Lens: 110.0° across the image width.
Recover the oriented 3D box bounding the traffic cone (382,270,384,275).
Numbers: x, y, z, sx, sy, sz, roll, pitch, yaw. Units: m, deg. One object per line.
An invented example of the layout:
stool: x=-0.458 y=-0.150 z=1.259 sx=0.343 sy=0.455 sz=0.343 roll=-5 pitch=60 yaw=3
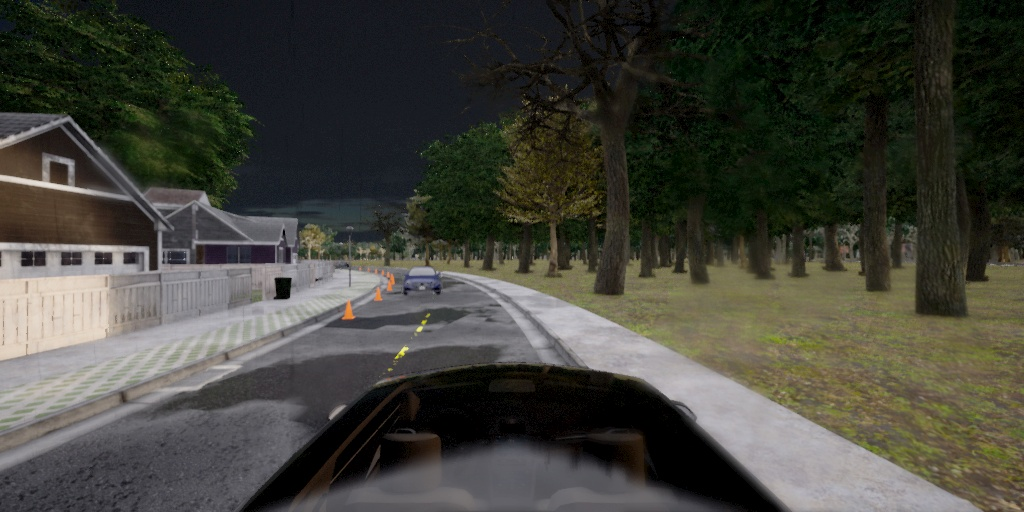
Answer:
traffic cone: x=-14.114 y=1.768 z=39.194 sx=0.340 sy=0.580 sz=0.340 roll=0 pitch=0 yaw=-27

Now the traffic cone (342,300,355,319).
traffic cone: x=-5.250 y=1.709 z=11.524 sx=0.340 sy=0.580 sz=0.340 roll=0 pitch=0 yaw=-8

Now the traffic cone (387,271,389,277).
traffic cone: x=-10.152 y=1.746 z=30.314 sx=0.340 sy=0.580 sz=0.340 roll=0 pitch=0 yaw=-21

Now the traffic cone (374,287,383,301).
traffic cone: x=-6.088 y=1.716 z=16.315 sx=0.340 sy=0.580 sz=0.340 roll=0 pitch=0 yaw=-11

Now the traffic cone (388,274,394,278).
traffic cone: x=-8.542 y=1.736 z=25.724 sx=0.340 sy=0.580 sz=0.340 roll=0 pitch=0 yaw=-18

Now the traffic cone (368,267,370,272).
traffic cone: x=-19.022 y=1.795 z=47.589 sx=0.340 sy=0.580 sz=0.340 roll=0 pitch=0 yaw=-33

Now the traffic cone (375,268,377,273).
traffic cone: x=-16.453 y=1.780 z=43.458 sx=0.340 sy=0.580 sz=0.340 roll=0 pitch=0 yaw=-30

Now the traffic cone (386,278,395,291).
traffic cone: x=-7.186 y=1.726 z=21.053 sx=0.340 sy=0.580 sz=0.340 roll=0 pitch=0 yaw=-15

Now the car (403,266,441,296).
car: x=-4.890 y=1.292 z=19.574 sx=1.812 sy=1.442 sz=4.674 roll=0 pitch=0 yaw=-14
